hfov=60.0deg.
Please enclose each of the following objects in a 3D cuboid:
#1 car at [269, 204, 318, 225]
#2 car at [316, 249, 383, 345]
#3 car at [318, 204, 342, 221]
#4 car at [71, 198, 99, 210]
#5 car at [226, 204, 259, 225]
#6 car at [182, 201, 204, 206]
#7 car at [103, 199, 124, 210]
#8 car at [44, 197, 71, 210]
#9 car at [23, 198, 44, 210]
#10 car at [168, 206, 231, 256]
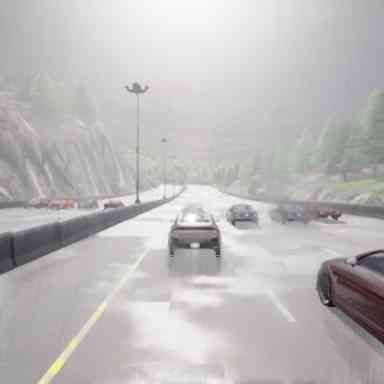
[{"bbox_3d":[7.096,1.586,24.495,2.033,1.411,5.357,0,0,0],"label":"car"},{"bbox_3d":[3.597,1.572,5.333,1.994,1.385,4.181,0,0,0],"label":"car"},{"bbox_3d":[10.597,1.645,27.835,1.895,1.301,4.718,0,0,0],"label":"car"},{"bbox_3d":[-14.083,1.565,45.112,2.128,1.511,4.902,0,0,0],"label":"car"},{"bbox_3d":[3.596,1.586,24.372,2.033,1.411,5.357,0,0,0],"label":"car"},{"bbox_3d":[0.096,1.573,29.907,1.812,1.442,4.674,0,0,0],"label":"car"},{"bbox_3d":[-10.587,1.673,45.035,1.895,1.301,4.718,0,0,0],"label":"car"},{"bbox_3d":[-17.583,1.423,44.942,2.097,1.767,4.553,0,0,0],"label":"car"},{"bbox_3d":[-21.080,1.598,45.249,1.812,1.442,4.674,0,0,0],"label":"car"},{"bbox_3d":[0.098,1.512,13.134,2.128,1.511,4.902,0,0,0],"label":"car"}]
